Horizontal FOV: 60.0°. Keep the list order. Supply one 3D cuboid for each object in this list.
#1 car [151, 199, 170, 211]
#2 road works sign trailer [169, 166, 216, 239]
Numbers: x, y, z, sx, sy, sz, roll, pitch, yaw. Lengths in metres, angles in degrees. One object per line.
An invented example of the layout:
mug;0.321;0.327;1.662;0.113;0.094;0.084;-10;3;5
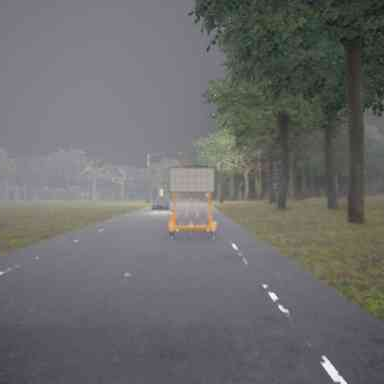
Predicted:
car;-3.602;1.529;39.048;1.994;1.385;4.181;0;0;0
road works sign trailer;0.006;0.442;17.160;2.380;3.560;2.880;0;0;-1
